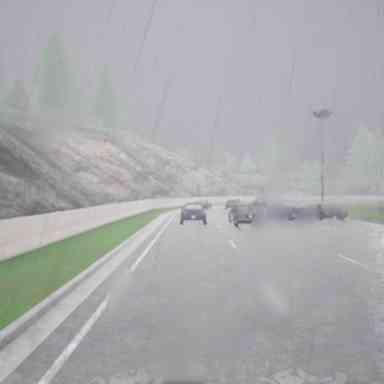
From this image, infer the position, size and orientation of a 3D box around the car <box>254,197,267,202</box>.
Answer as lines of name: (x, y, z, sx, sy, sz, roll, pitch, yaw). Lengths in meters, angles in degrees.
car: (9.168, 1.384, 43.574, 2.097, 1.767, 4.553, 0, 0, 15)

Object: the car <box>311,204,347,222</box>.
car: (10.606, 1.620, 26.898, 1.895, 1.301, 4.718, 0, 0, 0)

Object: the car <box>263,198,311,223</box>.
car: (7.102, 1.496, 25.471, 1.882, 1.535, 5.008, 0, 0, 0)

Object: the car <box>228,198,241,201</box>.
car: (5.653, 1.523, 43.949, 2.128, 1.511, 4.902, 0, 0, 15)

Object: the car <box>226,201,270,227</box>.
car: (3.602, 1.564, 22.929, 2.033, 1.411, 5.357, 0, 0, 0)

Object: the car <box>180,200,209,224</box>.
car: (0.089, 1.544, 24.891, 1.812, 1.442, 4.674, 0, 0, 0)

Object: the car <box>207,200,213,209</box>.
car: (1.438, 1.632, 42.834, 1.895, 1.301, 4.718, 0, 0, 13)
